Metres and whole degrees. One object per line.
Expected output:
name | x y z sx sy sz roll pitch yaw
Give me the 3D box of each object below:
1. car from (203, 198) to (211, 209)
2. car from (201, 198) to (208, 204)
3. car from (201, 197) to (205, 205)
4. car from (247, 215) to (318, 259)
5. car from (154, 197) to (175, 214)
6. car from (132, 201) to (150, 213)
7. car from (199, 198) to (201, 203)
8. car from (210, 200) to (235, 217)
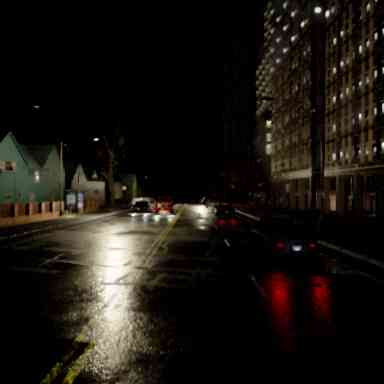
car | 3.306 2.039 55.798 1.812 1.442 4.674 0 -1 0
car | 3.338 2.323 88.999 1.801 1.575 5.366 0 -1 0
car | 3.317 2.173 66.802 2.033 1.411 5.357 0 -1 0
car | 3.364 1.634 12.948 1.812 1.442 4.674 0 0 0
car | -3.301 1.585 40.326 2.150 2.045 5.566 0 -1 0
car | -6.540 1.891 42.876 1.837 1.490 4.892 0 -1 0
car | 3.327 2.247 77.805 1.837 1.490 4.892 0 -1 0
car | 3.385 1.799 34.898 2.128 1.511 4.902 0 -1 0
